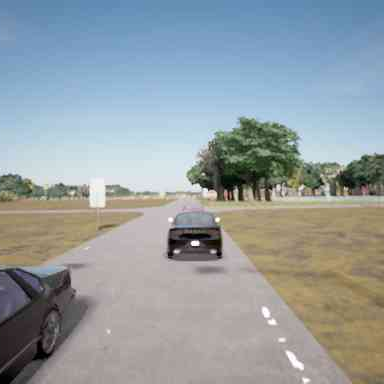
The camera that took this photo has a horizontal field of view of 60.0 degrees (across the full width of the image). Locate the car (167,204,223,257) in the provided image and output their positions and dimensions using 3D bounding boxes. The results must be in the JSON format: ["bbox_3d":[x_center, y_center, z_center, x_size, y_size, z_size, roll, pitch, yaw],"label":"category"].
[{"bbox_3d":[0.085,1.446,12.869,1.882,1.535,5.008,0,0,0],"label":"car"}]

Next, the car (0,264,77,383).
[{"bbox_3d":[-2.811,1.538,3.194,2.033,1.411,5.357,0,0,0],"label":"car"}]
